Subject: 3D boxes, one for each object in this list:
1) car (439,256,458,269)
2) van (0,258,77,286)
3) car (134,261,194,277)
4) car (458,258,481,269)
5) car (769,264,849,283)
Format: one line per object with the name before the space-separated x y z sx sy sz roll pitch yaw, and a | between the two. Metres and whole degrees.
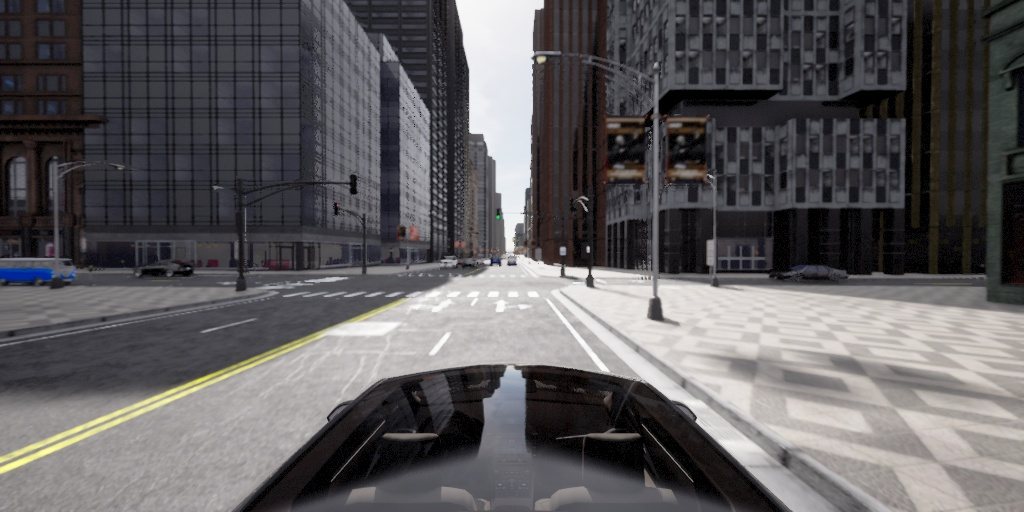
car | -9.805 0.987 55.873 2.150 2.045 5.566 0 0 1
van | -30.554 1.023 23.025 3.998 1.789 1.690 0 0 0
car | -30.550 1.138 31.549 4.313 1.339 1.948 0 0 0
car | -6.560 1.120 55.750 2.097 1.767 4.553 0 0 1
car | 24.016 1.388 29.083 5.357 1.411 2.033 0 1 0
